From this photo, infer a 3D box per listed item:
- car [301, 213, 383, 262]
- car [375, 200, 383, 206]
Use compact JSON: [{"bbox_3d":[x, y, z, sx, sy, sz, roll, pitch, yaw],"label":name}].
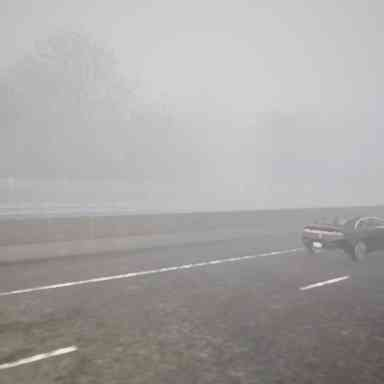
[{"bbox_3d":[6.170,1.564,12.460,4.902,1.511,2.128,0,0,-35],"label":"car"},{"bbox_3d":[29.923,1.844,50.847,5.008,1.535,1.882,1,0,-35],"label":"car"}]
